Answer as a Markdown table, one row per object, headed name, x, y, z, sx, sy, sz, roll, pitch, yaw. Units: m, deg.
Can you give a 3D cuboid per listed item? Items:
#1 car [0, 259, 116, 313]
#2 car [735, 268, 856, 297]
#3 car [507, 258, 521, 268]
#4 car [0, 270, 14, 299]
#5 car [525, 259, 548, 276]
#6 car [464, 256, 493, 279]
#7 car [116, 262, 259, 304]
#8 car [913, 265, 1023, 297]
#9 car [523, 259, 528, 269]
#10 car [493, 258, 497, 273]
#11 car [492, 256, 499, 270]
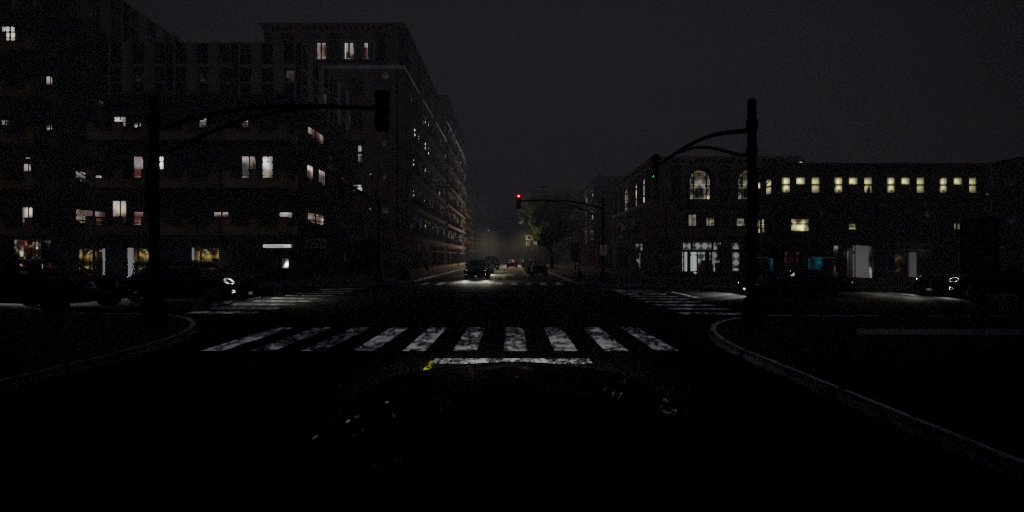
| name | x | y | z | sx | sy | sz | roll | pitch | yaw |
| --- | --- | --- | --- | --- | --- | --- | --- | --- | --- |
| car | -17.273 | 1.014 | 13.106 | 5.009 | 1.841 | 2.192 | 0 | 0 | 0 |
| car | 15.028 | 1.372 | 19.117 | 5.357 | 1.411 | 2.033 | 0 | 0 | 0 |
| car | 0.015 | 1.319 | 63.178 | 2.128 | 1.511 | 4.902 | 0 | 0 | 0 |
| car | -25.423 | 1.275 | 15.639 | 4.718 | 1.301 | 1.895 | 0 | 0 | 0 |
| car | 2.699 | 1.330 | 36.820 | 2.007 | 1.370 | 4.403 | 0 | 0 | 0 |
| car | -3.065 | 1.124 | 32.281 | 2.097 | 1.767 | 4.553 | 0 | 0 | -1 |
| car | -13.927 | 1.061 | 15.894 | 4.553 | 1.767 | 2.097 | 0 | 0 | -3 |
| car | 24.528 | 1.219 | 19.181 | 4.553 | 1.767 | 2.097 | 0 | 0 | 0 |
| car | 2.701 | 1.228 | 42.517 | 1.967 | 1.591 | 4.097 | 0 | 0 | 0 |
| car | -3.088 | 1.315 | 42.579 | 1.812 | 1.442 | 4.674 | 0 | 0 | 0 |
| car | -3.078 | 1.029 | 53.578 | 2.150 | 2.045 | 5.566 | 0 | 0 | 1 |
